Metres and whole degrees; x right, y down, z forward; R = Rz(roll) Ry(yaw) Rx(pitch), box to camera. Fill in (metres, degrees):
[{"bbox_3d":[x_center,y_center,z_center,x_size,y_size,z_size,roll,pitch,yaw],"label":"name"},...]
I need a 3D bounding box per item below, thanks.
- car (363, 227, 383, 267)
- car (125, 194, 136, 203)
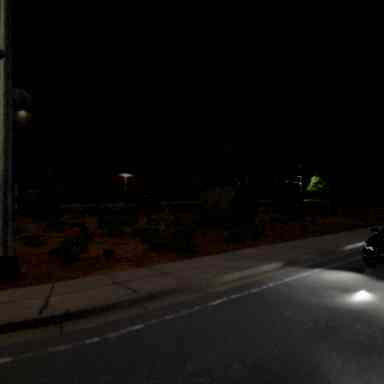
[{"bbox_3d":[7.196,1.560,10.697,4.892,1.490,1.837,0,0,-42],"label":"car"},{"bbox_3d":[-13.971,1.539,76.007,1.905,1.878,3.866,6,2,1],"label":"car"}]
